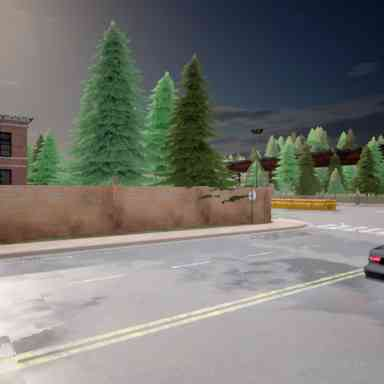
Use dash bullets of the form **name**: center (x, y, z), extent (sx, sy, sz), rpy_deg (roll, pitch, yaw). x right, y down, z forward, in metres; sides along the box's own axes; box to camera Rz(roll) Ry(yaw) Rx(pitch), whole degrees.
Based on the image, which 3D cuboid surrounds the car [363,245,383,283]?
- **car**: center (6.423, 1.549, 8.311), extent (5.357, 1.411, 2.033), rpy_deg (0, 0, -35)
